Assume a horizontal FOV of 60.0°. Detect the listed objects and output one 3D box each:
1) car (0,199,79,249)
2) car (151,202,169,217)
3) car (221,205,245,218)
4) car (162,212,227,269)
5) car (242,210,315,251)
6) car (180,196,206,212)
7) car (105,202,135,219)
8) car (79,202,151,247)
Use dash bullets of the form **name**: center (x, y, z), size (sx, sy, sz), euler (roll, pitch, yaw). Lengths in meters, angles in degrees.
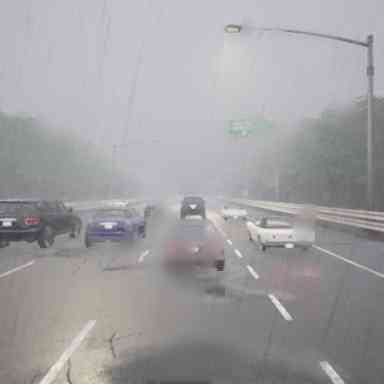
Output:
- **car**: center (-6.909, 1.314, 15.181), size (2.150, 2.045, 5.566), euler (0, -1, 0)
- **car**: center (-3.378, 1.689, 31.368), size (1.837, 1.490, 4.892), euler (0, 0, 0)
- **car**: center (3.613, 1.776, 29.567), size (1.895, 1.301, 4.718), euler (0, 0, 0)
- **car**: center (0.073, 1.619, 11.322), size (2.033, 1.411, 5.357), euler (0, 0, 0)
- **car**: center (3.588, 1.691, 14.415), size (1.895, 1.301, 4.718), euler (0, 0, 0)
- **car**: center (0.116, 1.398, 30.173), size (2.150, 2.045, 5.566), euler (0, 0, 1)
- **car**: center (-6.874, 1.714, 32.147), size (1.812, 1.442, 4.674), euler (0, 0, 0)
- **car**: center (-3.408, 1.451, 15.742), size (2.097, 1.767, 4.553), euler (0, 0, 0)
